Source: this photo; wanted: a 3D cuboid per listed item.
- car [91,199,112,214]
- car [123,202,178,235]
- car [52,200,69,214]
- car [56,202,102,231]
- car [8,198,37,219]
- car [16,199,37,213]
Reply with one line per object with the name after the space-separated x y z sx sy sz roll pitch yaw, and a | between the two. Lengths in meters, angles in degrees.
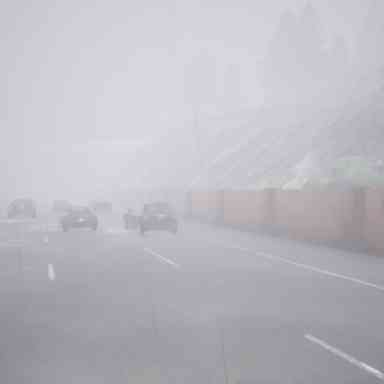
-9.697 1.465 34.761 1.882 1.535 5.008 0 -1 -25 | car
-2.497 1.344 19.022 2.097 1.767 4.553 0 0 -25 | car
-14.132 1.534 36.040 2.033 1.411 5.357 0 0 -25 | car
-7.157 1.556 20.797 1.994 1.385 4.181 0 0 -25 | car
-15.017 1.343 29.564 2.097 1.767 4.553 0 0 -25 | car
-19.132 1.551 38.549 1.994 1.385 4.181 0 0 -24 | car
